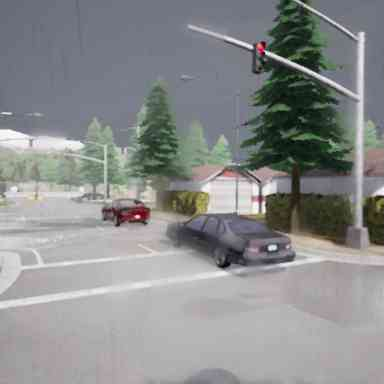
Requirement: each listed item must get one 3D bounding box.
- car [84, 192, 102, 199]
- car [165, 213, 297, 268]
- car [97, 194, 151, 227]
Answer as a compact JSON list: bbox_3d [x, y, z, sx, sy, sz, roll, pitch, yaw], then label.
[{"bbox_3d":[-19.948,0.669,69.149,4.902,1.511,2.128,0,1,-28],"label":"car"},{"bbox_3d":[0.950,1.400,11.039,2.033,1.411,5.357,0,3,-28],"label":"car"},{"bbox_3d":[-4.134,1.138,20.332,1.882,1.535,5.008,-1,2,-28],"label":"car"}]
